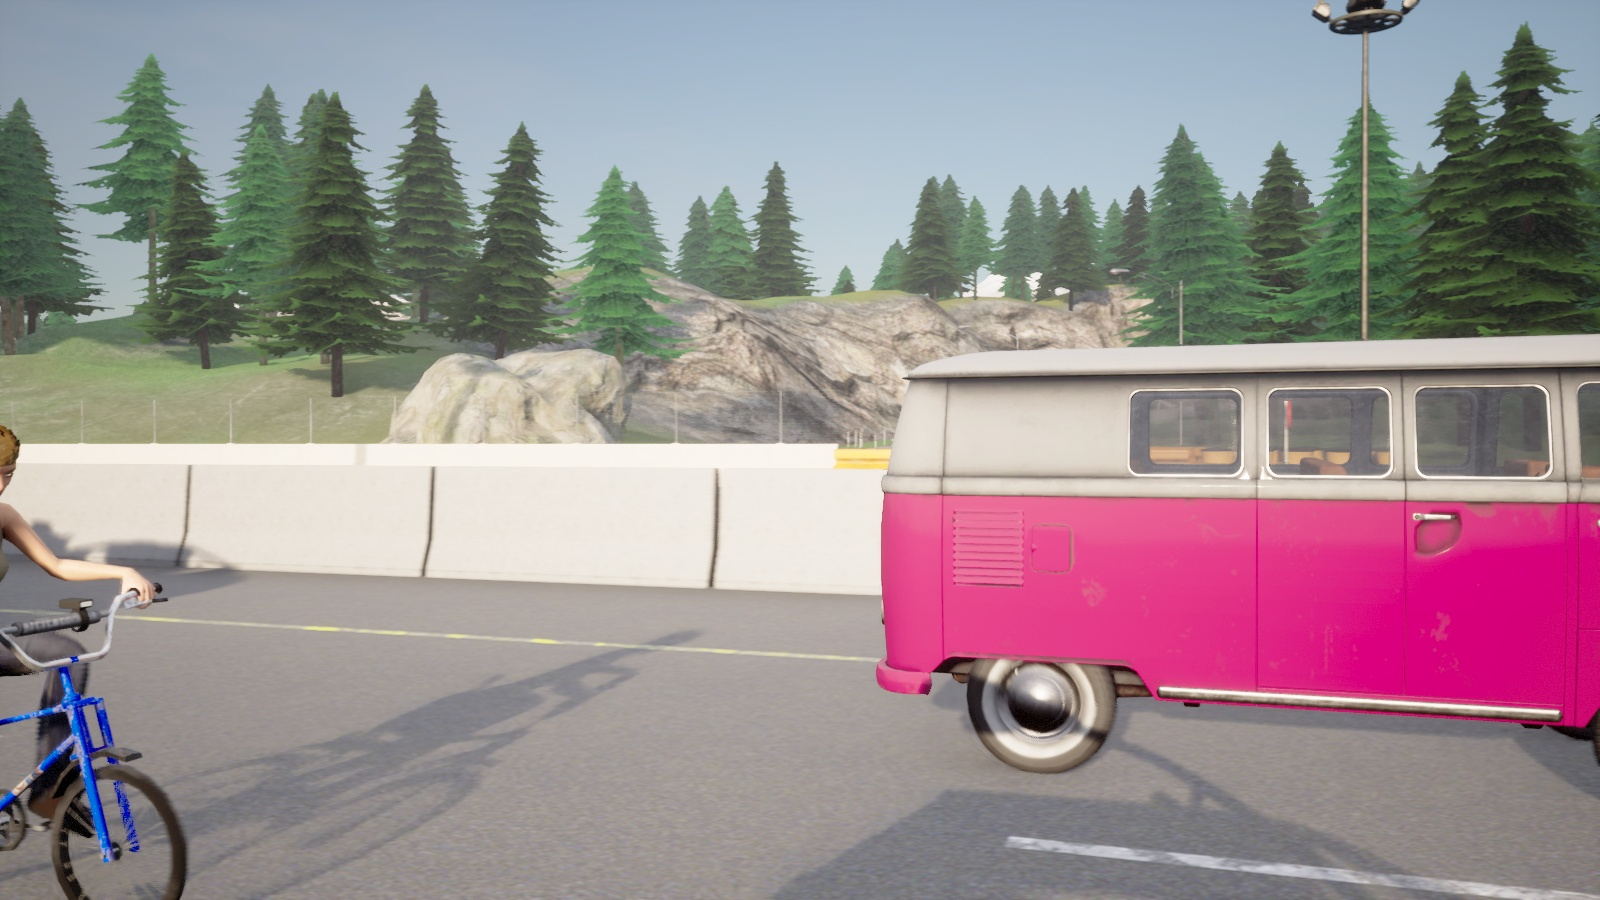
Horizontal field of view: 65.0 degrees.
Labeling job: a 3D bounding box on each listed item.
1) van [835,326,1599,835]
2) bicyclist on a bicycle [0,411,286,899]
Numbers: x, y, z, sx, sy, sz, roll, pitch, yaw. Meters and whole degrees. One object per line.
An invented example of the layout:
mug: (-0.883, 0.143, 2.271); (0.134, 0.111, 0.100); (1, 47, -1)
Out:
van: (2.557, 0.492, 6.022); (4.442, 1.987, 1.775); (1, 1, 19)
bicyclist on a bicycle: (-2.588, 0.688, 4.069); (1.509, 1.612, 0.866); (1, 1, 19)
